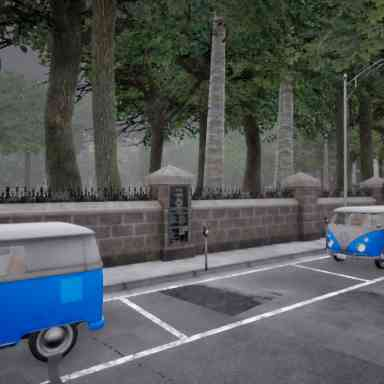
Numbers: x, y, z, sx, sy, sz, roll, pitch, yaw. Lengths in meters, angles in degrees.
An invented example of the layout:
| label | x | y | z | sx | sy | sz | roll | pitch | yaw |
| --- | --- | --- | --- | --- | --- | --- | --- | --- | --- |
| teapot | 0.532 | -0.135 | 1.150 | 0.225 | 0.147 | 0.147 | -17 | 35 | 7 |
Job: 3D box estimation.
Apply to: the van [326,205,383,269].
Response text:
| label | x | y | z | sx | sy | sz | roll | pitch | yaw |
| --- | --- | --- | --- | --- | --- | --- | --- | --- | --- |
| van | 6.040 | 1.337 | 10.854 | 3.998 | 1.788 | 1.690 | 0 | 0 | -36 |

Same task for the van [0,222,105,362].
| label | x | y | z | sx | sy | sz | roll | pitch | yaw |
| --- | --- | --- | --- | --- | --- | --- | --- | --- | --- |
| van | -3.167 | 1.341 | 4.275 | 3.998 | 1.788 | 1.690 | 0 | 0 | -36 |
